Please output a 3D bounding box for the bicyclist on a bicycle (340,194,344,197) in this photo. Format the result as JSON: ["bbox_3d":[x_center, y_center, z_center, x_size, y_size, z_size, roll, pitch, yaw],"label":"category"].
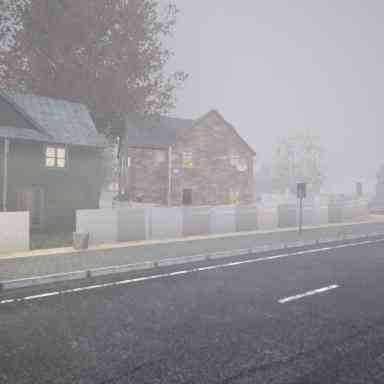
[{"bbox_3d":[19.456,1.035,43.118,1.656,1.620,0.582,1,0,-20],"label":"bicyclist on a bicycle"}]

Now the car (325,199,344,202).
[{"bbox_3d":[15.592,1.178,36.547,2.128,1.511,4.902,1,0,-20],"label":"car"}]

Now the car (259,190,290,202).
[{"bbox_3d":[11.660,0.729,47.452,2.150,2.045,5.566,1,0,-20],"label":"car"}]
